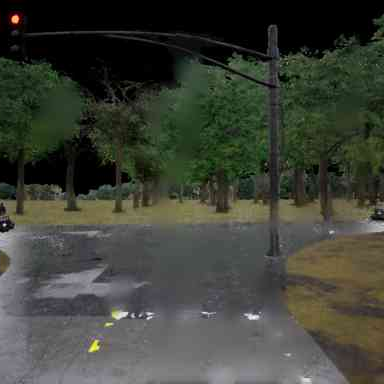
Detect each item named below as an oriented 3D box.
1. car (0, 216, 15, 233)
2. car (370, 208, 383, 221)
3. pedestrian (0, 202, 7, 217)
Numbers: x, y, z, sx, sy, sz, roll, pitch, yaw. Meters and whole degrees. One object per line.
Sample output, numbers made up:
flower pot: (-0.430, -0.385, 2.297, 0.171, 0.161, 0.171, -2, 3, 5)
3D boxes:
car: (-12.129, 1.661, 18.458, 4.181, 1.385, 1.994, -1, -2, 9)
car: (13.350, 1.234, 19.271, 5.357, 1.411, 2.033, -1, -2, 0)
pedestrian: (-15.238, 1.722, 26.749, 0.375, 1.860, 0.375, 0, -1, 0)
